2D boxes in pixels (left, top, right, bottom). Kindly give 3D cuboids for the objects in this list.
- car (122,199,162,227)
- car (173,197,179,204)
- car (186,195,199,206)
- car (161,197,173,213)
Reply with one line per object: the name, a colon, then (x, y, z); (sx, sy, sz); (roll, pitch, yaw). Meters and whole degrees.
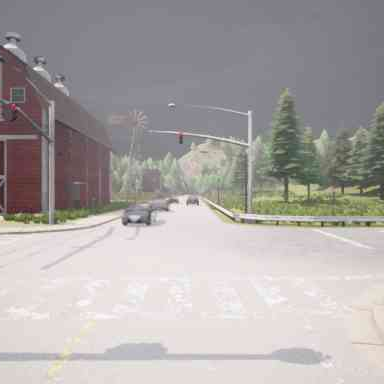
car: (-3.555, 1.491, 23.037); (2.128, 1.511, 4.902); (0, 0, 0)
car: (-3.414, 1.601, 61.677); (1.895, 1.301, 4.718); (0, 0, 1)
car: (0.112, 1.352, 55.632); (2.097, 1.767, 4.553); (0, 0, 0)
car: (-3.519, 1.527, 37.833); (1.812, 1.442, 4.674); (0, 1, 0)
